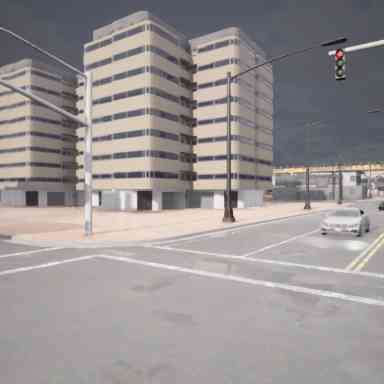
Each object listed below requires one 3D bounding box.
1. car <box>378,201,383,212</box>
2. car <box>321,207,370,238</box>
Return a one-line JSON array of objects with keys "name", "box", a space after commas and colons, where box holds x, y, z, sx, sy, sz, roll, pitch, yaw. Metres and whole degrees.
[{"name": "car", "box": [22.868, 1.553, 38.409, 1.994, 1.385, 4.181, 0, 0, 35]}, {"name": "car", "box": [8.356, 1.538, 17.898, 1.812, 1.442, 4.674, 0, 0, 35]}]
